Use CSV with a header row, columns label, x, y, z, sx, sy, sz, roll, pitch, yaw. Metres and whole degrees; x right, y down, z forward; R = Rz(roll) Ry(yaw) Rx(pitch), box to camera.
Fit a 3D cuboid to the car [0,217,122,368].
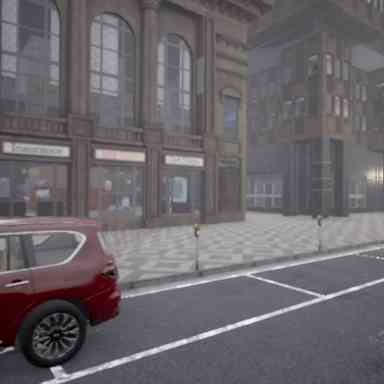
label,x,y,z,sx,sy,sz,roll,pitch,yaw
car,-3.373,1.313,4.238,5.009,1.841,2.192,0,0,-35
